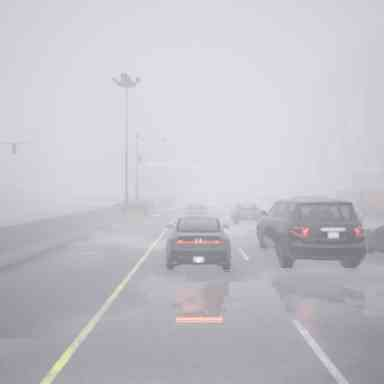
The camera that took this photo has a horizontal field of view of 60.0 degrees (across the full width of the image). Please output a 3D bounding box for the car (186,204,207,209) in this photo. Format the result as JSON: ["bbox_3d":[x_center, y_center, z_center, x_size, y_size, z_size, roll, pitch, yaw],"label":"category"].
[{"bbox_3d":[0.320,1.538,23.238,2.033,1.411,5.357,0,0,1],"label":"car"}]

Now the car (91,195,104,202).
[{"bbox_3d":[-20.265,1.407,71.705,1.882,1.535,5.008,0,0,1],"label":"car"}]

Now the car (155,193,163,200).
[{"bbox_3d":[-9.504,1.306,86.239,1.882,1.535,5.008,0,1,1],"label":"car"}]

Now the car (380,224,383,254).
[{"bbox_3d":[7.193,1.547,10.528,2.033,1.411,5.357,0,0,1],"label":"car"}]

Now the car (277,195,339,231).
[{"bbox_3d":[7.303,1.218,21.734,2.150,2.045,5.566,0,0,1],"label":"car"}]

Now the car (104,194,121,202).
[{"bbox_3d":[-16.770,1.288,71.420,2.097,1.767,4.553,0,0,1],"label":"car"}]

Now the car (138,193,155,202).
[{"bbox_3d":[-9.771,1.462,71.285,1.812,1.442,4.674,0,0,1],"label":"car"}]

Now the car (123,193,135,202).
[{"bbox_3d":[-13.271,1.488,71.338,1.994,1.385,4.181,0,0,1],"label":"car"}]

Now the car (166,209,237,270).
[{"bbox_3d":[0.198,1.499,10.947,1.837,1.490,4.892,0,0,1],"label":"car"}]

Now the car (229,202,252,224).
[{"bbox_3d":[3.836,1.484,24.334,2.128,1.511,4.902,0,0,0],"label":"car"}]

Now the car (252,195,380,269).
[{"bbox_3d":[3.697,1.218,11.305,2.150,2.045,5.566,0,0,1],"label":"car"}]

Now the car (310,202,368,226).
[{"bbox_3d":[10.843,1.545,24.993,2.033,1.411,5.357,0,0,1],"label":"car"}]
